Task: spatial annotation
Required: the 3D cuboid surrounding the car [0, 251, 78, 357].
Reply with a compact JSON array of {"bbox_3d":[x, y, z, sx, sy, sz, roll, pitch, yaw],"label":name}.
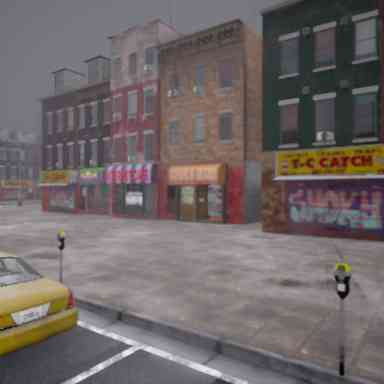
[{"bbox_3d":[-3.933,1.529,5.601,4.829,1.417,1.752,0,0,35],"label":"car"}]
